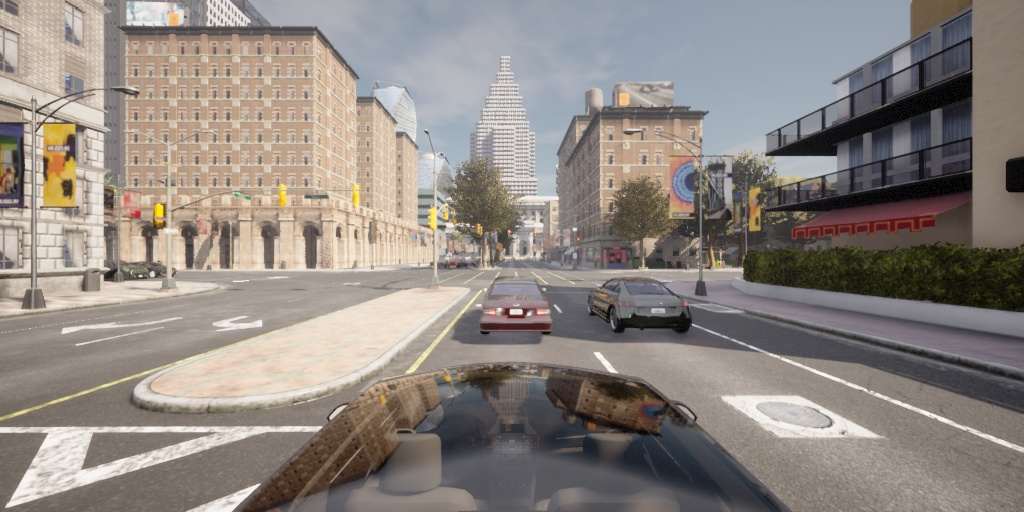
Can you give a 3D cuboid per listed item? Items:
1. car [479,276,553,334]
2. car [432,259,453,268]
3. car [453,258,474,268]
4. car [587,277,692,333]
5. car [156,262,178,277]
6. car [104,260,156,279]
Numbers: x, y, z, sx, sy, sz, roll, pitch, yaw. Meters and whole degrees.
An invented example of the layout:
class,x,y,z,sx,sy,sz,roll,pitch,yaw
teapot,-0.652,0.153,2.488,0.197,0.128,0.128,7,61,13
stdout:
class,x,y,z,sx,sy,sz,roll,pitch,yaw
car,0.091,1.297,10.541,2.033,1.411,5.357,0,0,0
car,-11.634,1.275,60.276,1.812,1.442,4.674,0,0,0
car,-8.133,1.350,60.398,1.895,1.301,4.718,0,0,0
car,3.588,1.314,10.801,1.994,1.385,4.181,0,0,0
car,-34.195,1.255,33.522,4.892,1.490,1.837,0,0,0
car,-33.352,1.102,30.026,4.553,1.767,2.097,0,0,0
